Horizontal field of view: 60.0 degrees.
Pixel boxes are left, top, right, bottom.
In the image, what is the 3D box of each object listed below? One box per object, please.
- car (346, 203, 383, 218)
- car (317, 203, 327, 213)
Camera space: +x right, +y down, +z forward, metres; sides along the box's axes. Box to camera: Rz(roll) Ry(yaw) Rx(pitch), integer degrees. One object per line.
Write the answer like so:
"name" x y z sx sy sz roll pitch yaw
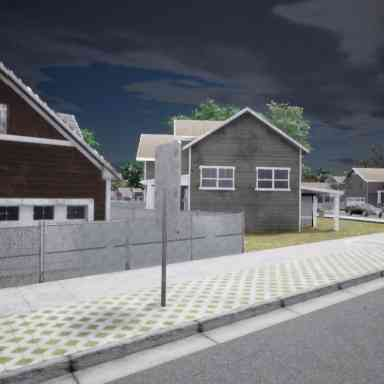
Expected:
"car" 18.949 2.020 36.767 2.128 1.511 4.902 1 -2 -5
"car" 17.761 2.360 48.567 1.837 1.490 4.892 1 -2 -6
